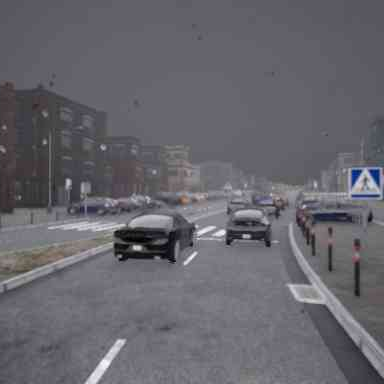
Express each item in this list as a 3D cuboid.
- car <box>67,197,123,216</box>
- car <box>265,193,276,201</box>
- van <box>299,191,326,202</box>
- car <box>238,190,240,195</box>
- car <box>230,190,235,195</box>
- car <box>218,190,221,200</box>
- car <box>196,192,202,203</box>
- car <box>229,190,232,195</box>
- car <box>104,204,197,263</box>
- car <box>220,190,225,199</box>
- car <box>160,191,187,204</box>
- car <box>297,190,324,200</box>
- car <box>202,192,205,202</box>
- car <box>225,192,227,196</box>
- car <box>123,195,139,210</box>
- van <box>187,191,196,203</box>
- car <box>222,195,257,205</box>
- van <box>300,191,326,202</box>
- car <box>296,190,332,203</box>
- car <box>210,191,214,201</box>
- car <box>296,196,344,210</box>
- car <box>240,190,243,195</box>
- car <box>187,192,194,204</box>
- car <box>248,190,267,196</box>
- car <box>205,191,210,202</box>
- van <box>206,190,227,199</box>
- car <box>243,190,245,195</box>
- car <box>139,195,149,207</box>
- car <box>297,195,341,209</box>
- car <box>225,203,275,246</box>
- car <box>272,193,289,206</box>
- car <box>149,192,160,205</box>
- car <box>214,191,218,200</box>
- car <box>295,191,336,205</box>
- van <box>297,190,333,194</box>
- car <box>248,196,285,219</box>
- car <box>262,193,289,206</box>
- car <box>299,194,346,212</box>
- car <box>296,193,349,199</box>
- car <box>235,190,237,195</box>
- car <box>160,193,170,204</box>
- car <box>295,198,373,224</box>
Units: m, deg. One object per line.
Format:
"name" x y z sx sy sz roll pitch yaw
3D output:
"car" -9.081 1.207 30.333 4.553 1.767 2.185 0 0 18
"car" 15.392 0.979 65.171 1.812 1.442 4.674 0 1 18
"van" 21.366 0.752 59.309 4.442 1.987 1.878 0 1 18
"car" 9.583 0.820 88.055 4.674 1.452 2.002 0 0 18
"car" 6.860 0.831 80.244 5.366 1.575 1.946 0 0 18
"car" 2.794 0.945 67.071 4.892 1.521 2.231 0 1 18
"car" -1.465 1.082 53.960 5.008 1.535 2.097 0 1 18
"car" 6.189 0.894 77.562 4.674 1.452 2.002 0 0 18
"car" -1.110 1.436 11.987 1.882 1.535 5.008 0 0 11
"car" 3.644 0.921 69.693 4.892 1.521 2.231 0 1 18
"car" -4.037 0.923 46.095 5.566 2.045 2.435 0 1 18
"car" 25.742 0.605 72.497 5.566 2.045 2.435 0 0 18
"car" -0.640 0.927 56.589 4.553 1.767 2.185 0 1 18
"car" 4.493 0.898 72.315 4.892 1.521 2.231 0 1 18
"car" -8.264 1.312 32.973 5.008 1.535 2.097 0 0 18
"van" -2.199 0.887 51.297 4.442 1.987 1.878 0 1 18
"car" 4.614 1.327 31.918 2.128 1.511 4.902 0 0 18
"van" 22.446 0.726 61.878 4.442 1.987 1.878 0 1 18
"car" 20.645 0.755 56.620 5.566 2.045 2.435 0 1 18
"car" 1.118 0.870 61.816 4.553 1.767 2.185 0 1 18
"car" 14.642 1.226 38.250 5.008 1.535 2.097 0 1 18
"car" 10.430 0.765 90.680 5.008 1.535 2.097 0 0 18
"car" -2.983 1.141 48.655 5.366 1.575 1.946 0 1 18
"car" 9.958 0.859 48.443 2.150 2.045 5.566 0 1 18
"car" 0.209 0.898 59.212 4.553 1.767 2.185 0 1 18
"van" 5.487 0.648 75.020 4.442 1.987 1.878 0 0 18
"car" 11.257 0.499 93.307 5.566 2.045 2.435 0 0 18
"car" -7.407 1.328 35.593 4.674 1.452 2.002 0 1 18
"car" 15.473 1.195 40.771 4.892 1.521 2.231 0 1 18
"car" 2.664 1.447 15.084 1.837 1.490 4.892 0 0 14
"car" 12.443 1.004 46.681 2.097 1.767 4.553 0 1 18
"car" -6.530 1.138 38.206 4.553 1.767 2.185 0 1 18
"car" 1.944 0.971 64.447 4.892 1.521 2.231 0 1 18
"car" 18.054 0.844 48.827 5.566 2.045 2.435 0 1 18
"van" 11.960 1.094 30.351 4.442 1.987 1.878 0 1 18
"car" 6.357 1.356 27.788 2.128 1.511 4.902 0 0 18
"car" 9.368 1.263 37.155 2.128 1.511 4.902 0 1 18
"car" 13.779 1.135 35.476 4.553 1.767 2.185 0 1 18
"car" 11.202 1.217 27.540 4.553 1.767 2.185 0 0 18
"car" 7.892 0.816 82.806 4.892 1.521 2.231 0 0 18
"car" -5.715 1.238 40.846 4.892 1.521 2.231 0 1 18
"car" 9.466 1.406 22.391 4.792 1.488 2.163 0 0 18
